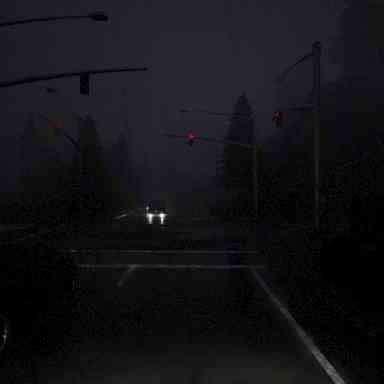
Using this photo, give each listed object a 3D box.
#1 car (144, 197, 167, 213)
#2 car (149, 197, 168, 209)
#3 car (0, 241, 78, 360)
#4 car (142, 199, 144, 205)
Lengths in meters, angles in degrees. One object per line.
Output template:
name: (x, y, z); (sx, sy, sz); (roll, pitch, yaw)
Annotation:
car: (-3.776, 1.547, 37.062); (2.033, 1.411, 5.357); (0, 0, -1)
car: (-4.778, 1.492, 46.836); (2.128, 1.511, 4.902); (0, 0, -11)
car: (-3.502, 1.564, 5.595); (1.994, 1.385, 4.181); (0, 0, 1)
car: (-7.280, 1.526, 56.566); (1.812, 1.442, 4.674); (0, 0, -20)
